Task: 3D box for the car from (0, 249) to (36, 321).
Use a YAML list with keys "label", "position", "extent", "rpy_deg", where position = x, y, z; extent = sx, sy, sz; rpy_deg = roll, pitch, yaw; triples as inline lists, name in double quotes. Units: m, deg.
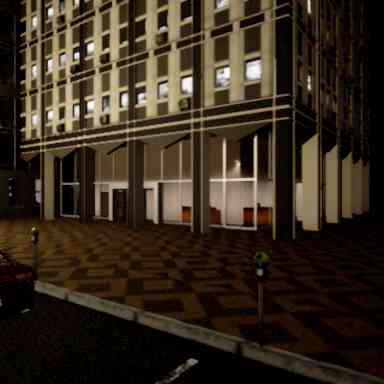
- label: "car"
  position: [-4.767, 1.549, 6.274]
  extent: [4.507, 1.381, 1.887]
  rpy_deg: [0, 0, 36]
